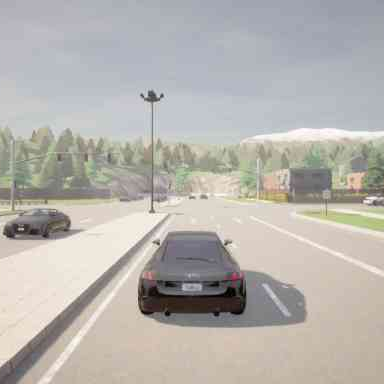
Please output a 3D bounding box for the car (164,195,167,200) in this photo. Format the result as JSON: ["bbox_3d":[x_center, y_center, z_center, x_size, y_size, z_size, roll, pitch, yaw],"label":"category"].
[{"bbox_3d":[-7.959,1.524,83.826,1.812,1.442,4.674,0,0,0],"label":"car"}]

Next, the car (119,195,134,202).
[{"bbox_3d":[-14.964,1.540,74.580,2.033,1.411,5.357,0,0,0],"label":"car"}]

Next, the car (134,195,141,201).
[{"bbox_3d":[-14.958,1.500,84.961,1.837,1.490,4.892,0,0,0],"label":"car"}]

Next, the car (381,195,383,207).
[{"bbox_3d":[30.031,1.548,46.569,5.357,1.411,2.033,0,0,0],"label":"car"}]

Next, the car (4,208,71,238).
[{"bbox_3d":[-8.013,1.564,17.625,1.994,1.385,4.181,0,0,1],"label":"car"}]

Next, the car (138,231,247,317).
[{"bbox_3d":[0.003,1.563,7.579,1.994,1.385,4.181,0,0,0],"label":"car"}]

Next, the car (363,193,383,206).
[{"bbox_3d":[30.707,1.223,53.563,5.566,2.045,2.150,0,0,0],"label":"car"}]

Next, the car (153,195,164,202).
[{"bbox_3d":[-7.964,1.524,74.216,1.812,1.442,4.674,0,0,0],"label":"car"}]

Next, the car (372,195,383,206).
[{"bbox_3d":[30.780,1.548,50.074,5.357,1.411,2.033,0,0,0],"label":"car"}]
